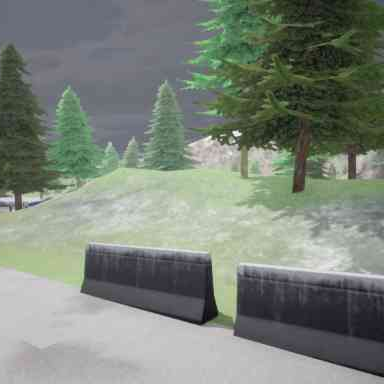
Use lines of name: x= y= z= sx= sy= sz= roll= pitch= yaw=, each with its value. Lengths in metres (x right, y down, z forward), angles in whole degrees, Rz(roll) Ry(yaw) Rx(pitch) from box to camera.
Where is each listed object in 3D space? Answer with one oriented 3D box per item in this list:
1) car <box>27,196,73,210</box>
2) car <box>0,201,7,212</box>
car: x=-18.452 y=1.374 z=42.769 sx=5.008 sy=1.535 sz=1.882 roll=0 pitch=0 yaw=-42
car: x=-21.855 y=1.398 z=34.364 sx=2.128 sy=1.511 sz=4.902 roll=0 pitch=0 yaw=42
